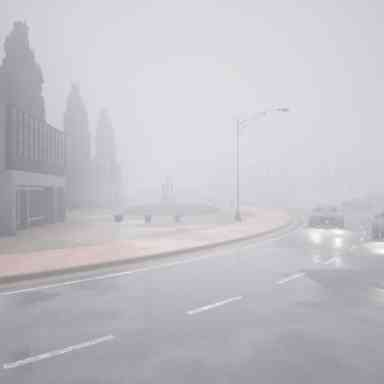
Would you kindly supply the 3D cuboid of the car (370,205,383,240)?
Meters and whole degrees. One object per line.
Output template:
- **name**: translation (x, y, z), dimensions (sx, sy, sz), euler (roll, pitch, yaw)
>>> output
- **car**: translation (9.906, 1.564, 16.142), dimensions (1.994, 1.385, 4.181), euler (0, 0, 29)

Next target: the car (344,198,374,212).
- **car**: translation (19.272, 1.492, 39.093), dimensions (2.128, 1.511, 4.902), euler (0, 0, -3)

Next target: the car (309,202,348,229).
- **car**: translation (8.758, 1.564, 21.582), dimensions (1.994, 1.385, 4.181), euler (0, 0, 22)
